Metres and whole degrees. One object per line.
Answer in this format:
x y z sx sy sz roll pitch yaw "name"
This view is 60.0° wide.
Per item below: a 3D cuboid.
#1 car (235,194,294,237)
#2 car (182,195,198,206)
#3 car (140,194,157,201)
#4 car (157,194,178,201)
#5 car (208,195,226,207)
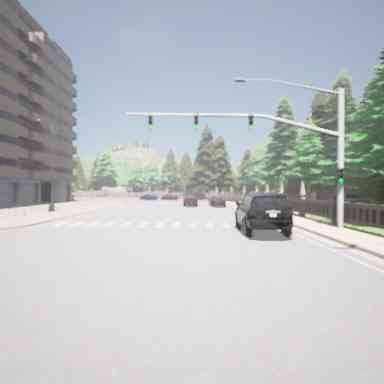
3.606 1.105 17.448 2.150 2.045 5.566 0 0 0 "car"
-0.351 1.153 46.407 1.882 1.535 5.008 0 0 -6 "car"
-8.790 1.034 67.588 1.812 1.442 4.674 0 1 -41 "car"
-4.639 1.044 67.891 1.812 1.442 4.674 0 0 -37 "car"
3.295 1.188 44.811 2.128 1.511 4.902 0 0 -4 "car"
